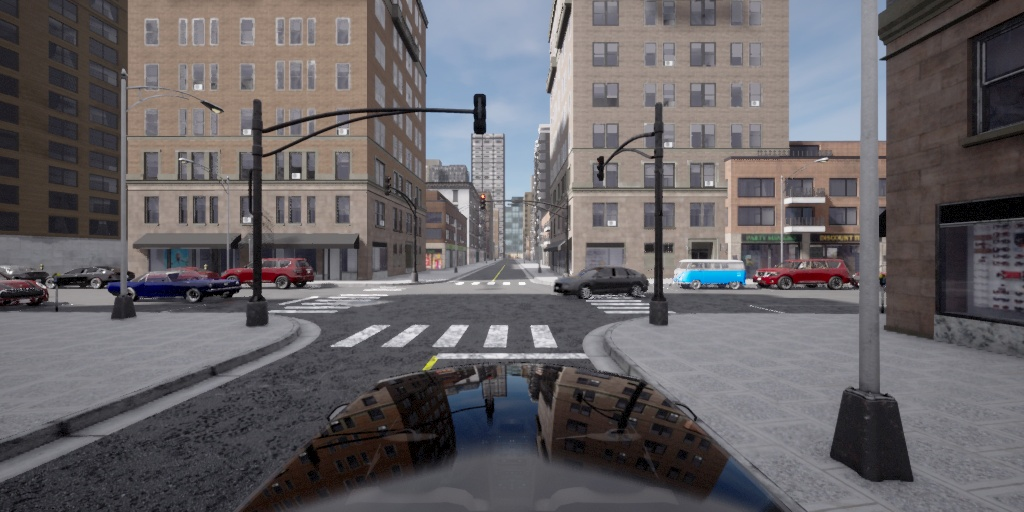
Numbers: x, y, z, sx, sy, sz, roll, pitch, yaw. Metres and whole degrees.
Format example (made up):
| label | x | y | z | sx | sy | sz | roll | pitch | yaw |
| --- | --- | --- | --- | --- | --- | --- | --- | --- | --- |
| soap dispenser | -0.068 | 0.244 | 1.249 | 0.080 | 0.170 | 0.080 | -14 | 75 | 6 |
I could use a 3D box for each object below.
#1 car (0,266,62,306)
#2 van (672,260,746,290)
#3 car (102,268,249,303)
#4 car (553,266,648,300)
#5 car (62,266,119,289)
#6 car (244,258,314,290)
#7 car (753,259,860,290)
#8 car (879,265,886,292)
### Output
| label | x | y | z | sx | sy | sz | roll | pitch | yaw |
| --- | --- | --- | --- | --- | --- | --- | --- | --- | --- |
| car | -20.457 | 1.179 | 13.604 | 4.097 | 1.591 | 1.967 | 0 | 0 | 0 |
| van | 12.038 | 1.108 | 21.942 | 3.998 | 1.789 | 1.690 | 0 | 0 | 0 |
| car | -15.000 | 1.345 | 16.155 | 4.718 | 1.301 | 1.895 | 0 | 0 | 3 |
| car | 4.360 | 1.265 | 17.609 | 4.892 | 1.490 | 1.837 | 0 | -1 | -21 |
| car | -25.956 | 1.299 | 22.162 | 4.313 | 1.339 | 1.948 | 0 | 0 | 0 |
| car | -14.909 | 1.059 | 22.098 | 5.009 | 1.841 | 2.192 | 0 | 0 | 0 |
| car | 17.634 | 1.086 | 21.910 | 5.009 | 1.841 | 2.192 | 0 | 0 | 0 |
| car | 22.218 | 1.323 | 19.129 | 5.357 | 1.411 | 2.033 | 0 | 0 | 0 |
